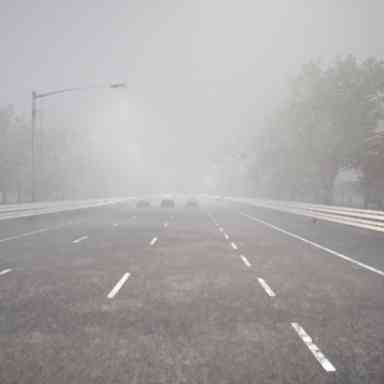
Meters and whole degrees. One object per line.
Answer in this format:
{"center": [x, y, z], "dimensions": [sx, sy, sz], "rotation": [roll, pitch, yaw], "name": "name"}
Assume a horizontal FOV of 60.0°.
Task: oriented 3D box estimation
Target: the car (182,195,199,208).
{"center": [-0.013, 1.536, 49.255], "dimensions": [2.033, 1.411, 5.357], "rotation": [0, 0, 0], "name": "car"}

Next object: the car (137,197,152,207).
{"center": [-7.014, 1.515, 49.403], "dimensions": [1.812, 1.442, 4.674], "rotation": [0, 0, 0], "name": "car"}

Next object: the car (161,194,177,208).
{"center": [-3.512, 1.467, 49.365], "dimensions": [1.882, 1.535, 5.008], "rotation": [0, 0, 0], "name": "car"}
